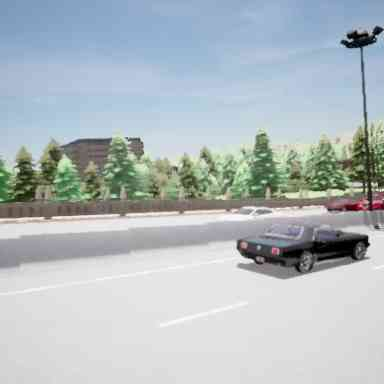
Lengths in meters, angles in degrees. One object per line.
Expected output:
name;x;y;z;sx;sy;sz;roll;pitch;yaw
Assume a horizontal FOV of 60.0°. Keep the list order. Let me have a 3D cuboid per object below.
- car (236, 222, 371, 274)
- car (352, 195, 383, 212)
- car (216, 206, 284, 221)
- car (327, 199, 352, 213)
car;3.754;1.632;10.724;4.718;1.301;1.895;0;0;-36
car;19.781;1.308;35.261;5.566;2.045;2.150;1;0;-35
car;3.469;1.566;19.359;4.674;1.442;1.812;0;0;-35
car;17.381;1.560;37.852;5.008;1.535;1.882;1;0;-35
